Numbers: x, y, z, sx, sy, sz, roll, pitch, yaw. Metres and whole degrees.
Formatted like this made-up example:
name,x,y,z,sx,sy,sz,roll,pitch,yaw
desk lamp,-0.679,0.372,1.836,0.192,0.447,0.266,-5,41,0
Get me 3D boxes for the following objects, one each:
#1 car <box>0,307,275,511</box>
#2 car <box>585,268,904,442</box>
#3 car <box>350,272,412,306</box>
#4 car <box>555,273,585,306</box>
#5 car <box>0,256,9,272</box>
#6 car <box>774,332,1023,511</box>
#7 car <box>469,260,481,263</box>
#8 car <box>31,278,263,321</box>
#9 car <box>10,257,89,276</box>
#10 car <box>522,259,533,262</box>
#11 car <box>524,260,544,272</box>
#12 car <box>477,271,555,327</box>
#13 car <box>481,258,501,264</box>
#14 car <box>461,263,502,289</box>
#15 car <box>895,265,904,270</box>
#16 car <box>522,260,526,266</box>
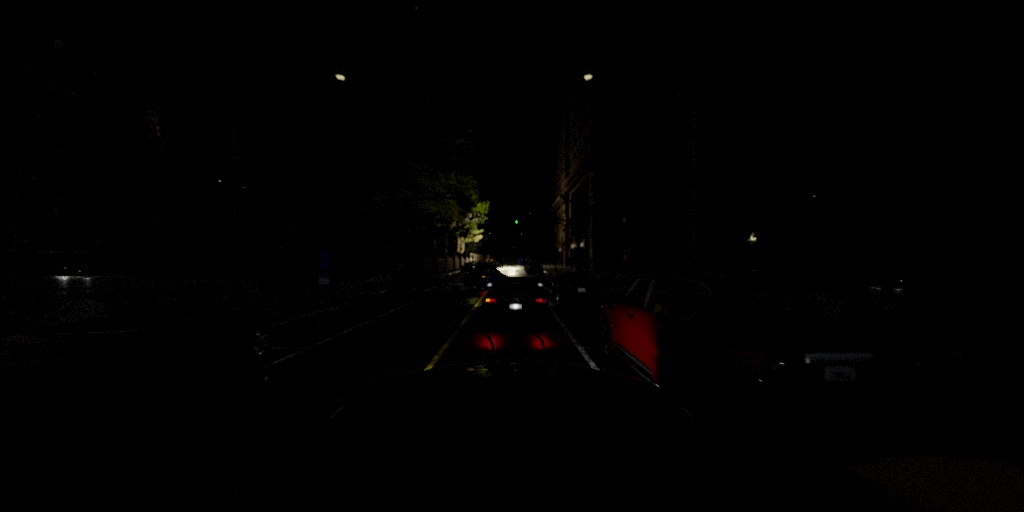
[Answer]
name,x,y,z,sx,sy,sz,roll,pitch,yaw
car,-3.098,1.275,1.489,1.812,1.442,4.674,0,0,0
car,2.763,1.086,5.396,2.192,1.841,5.009,0,0,0
car,-5.763,1.415,16.264,1.802,1.307,4.207,0,0,0
car,2.763,1.398,16.246,1.948,1.339,4.313,0,0,0
car,-46.832,0.677,30.880,4.181,1.385,1.994,1,0,0
car,2.763,1.265,0.141,1.751,1.417,4.829,0,0,0
car,-5.762,1.553,48.123,2.007,1.370,4.403,0,0,0
car,-5.763,1.211,5.412,1.967,1.591,4.097,0,0,0
car,-35.734,0.841,27.721,4.674,1.442,1.812,1,0,0
car,2.763,1.555,53.694,1.751,1.417,4.829,0,0,0
car,2.763,1.540,42.683,1.948,1.339,4.313,0,0,0
car,0.100,1.372,11.873,1.994,1.385,4.181,0,0,0
car,-3.072,1.508,53.661,1.882,1.535,5.008,0,0,0
car,-1.922,1.415,24.301,1.812,1.442,4.674,0,-1,-24
car,35.001,1.680,30.833,5.566,2.045,2.150,1,0,0
car,2.763,1.568,48.103,1.948,1.339,4.313,0,0,0
